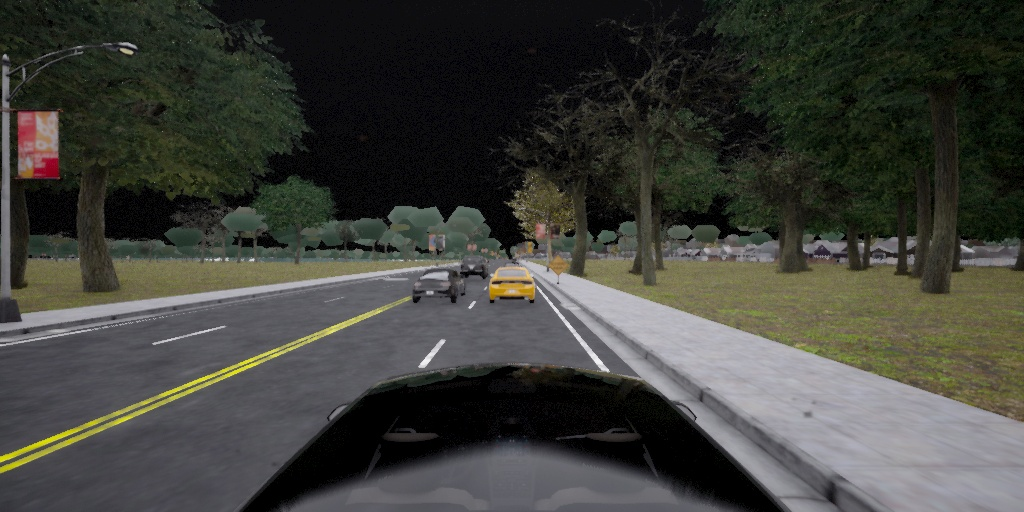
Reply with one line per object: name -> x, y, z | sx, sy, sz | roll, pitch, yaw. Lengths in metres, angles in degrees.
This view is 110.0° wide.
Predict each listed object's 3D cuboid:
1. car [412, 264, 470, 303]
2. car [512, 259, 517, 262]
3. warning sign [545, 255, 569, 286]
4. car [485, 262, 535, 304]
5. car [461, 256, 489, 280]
car -> -3.250, 1.284, 16.500 | 1.812, 1.442, 4.674 | 0, 0, 0
car -> 0.000, 1.276, 31.501 | 1.837, 1.490, 4.892 | 0, 0, 0
warning sign -> 2.850, 0.867, 22.125 | 1.300, 1.860, 1.060 | 0, 0, 0
car -> 0.000, 1.236, 16.500 | 1.882, 1.535, 5.008 | 0, 0, 0
car -> -3.250, 1.017, 31.531 | 2.150, 2.045, 5.566 | 0, 0, 0
